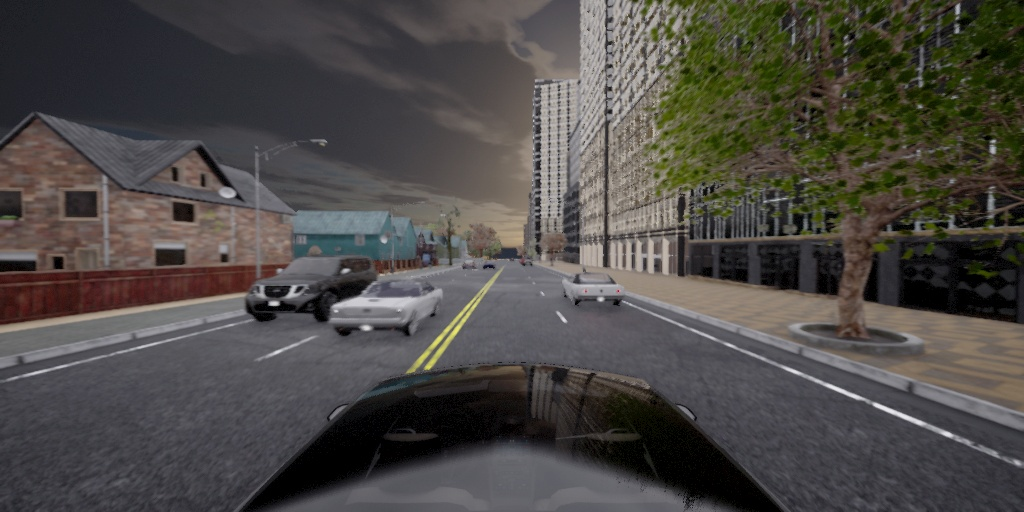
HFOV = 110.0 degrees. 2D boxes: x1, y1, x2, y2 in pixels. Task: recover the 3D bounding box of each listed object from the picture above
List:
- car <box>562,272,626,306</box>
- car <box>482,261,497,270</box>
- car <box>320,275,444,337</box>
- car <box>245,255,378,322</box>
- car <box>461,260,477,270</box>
[{"bbox_3d":[3.350,1.355,15.731,1.895,1.301,4.718,0,0,0],"label":"car"},{"bbox_3d":[-3.300,1.395,52.865,1.895,1.301,4.718,0,0,1],"label":"car"},{"bbox_3d":[-3.348,1.353,10.469,1.895,1.301,4.718,0,0,0],"label":"car"},{"bbox_3d":[-6.596,0.975,12.708,2.150,2.045,5.566,0,0,0],"label":"car"},{"bbox_3d":[-6.532,1.324,55.140,1.812,1.442,4.674,0,0,1],"label":"car"}]
